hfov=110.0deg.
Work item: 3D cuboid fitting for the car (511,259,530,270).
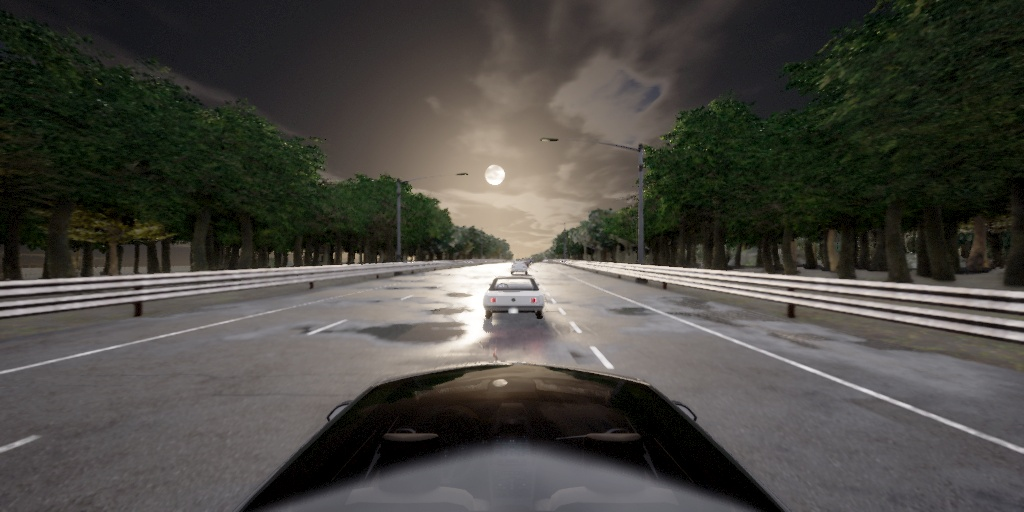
[{"bbox_3d":[0.867,1.364,42.219,1.812,1.442,4.674,0,0,2],"label":"car"}]

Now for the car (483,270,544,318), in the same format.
[{"bbox_3d":[0.075,1.370,13.031,1.895,1.301,4.718,0,0,1],"label":"car"}]
